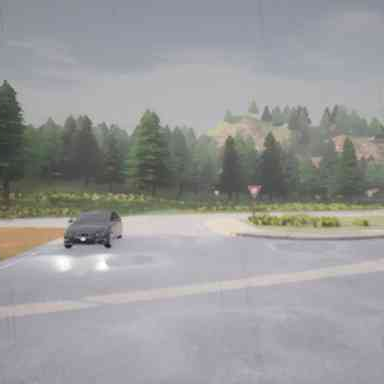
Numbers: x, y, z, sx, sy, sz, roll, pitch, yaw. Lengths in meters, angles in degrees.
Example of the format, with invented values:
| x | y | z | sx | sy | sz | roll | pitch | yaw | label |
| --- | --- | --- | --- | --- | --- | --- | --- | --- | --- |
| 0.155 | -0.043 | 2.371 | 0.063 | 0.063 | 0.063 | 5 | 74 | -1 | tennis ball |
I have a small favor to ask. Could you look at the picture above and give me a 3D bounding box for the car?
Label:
| x | y | z | sx | sy | sz | roll | pitch | yaw | label |
| --- | --- | --- | --- | --- | --- | --- | --- | --- | --- |
| -4.310 | 1.568 | 15.125 | 1.837 | 1.490 | 4.892 | 0 | 0 | -4 | car |
